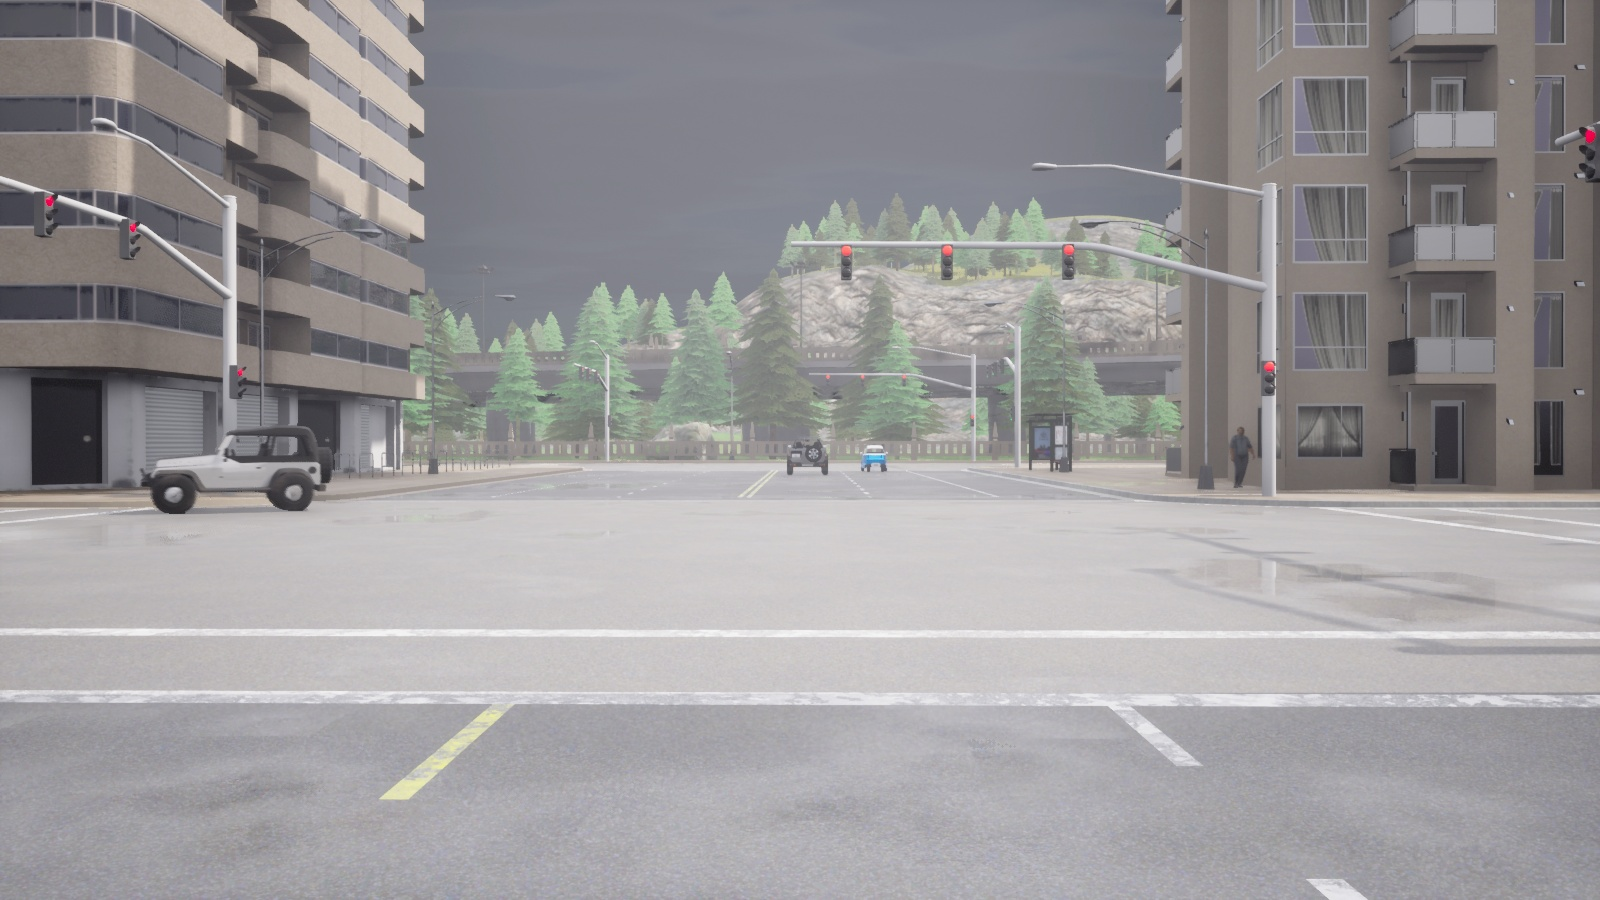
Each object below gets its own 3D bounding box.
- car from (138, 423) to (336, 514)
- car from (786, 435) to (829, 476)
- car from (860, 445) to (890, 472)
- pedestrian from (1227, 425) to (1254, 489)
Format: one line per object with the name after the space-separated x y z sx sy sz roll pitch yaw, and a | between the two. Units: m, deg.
-12.368 0.376 27.618 3.866 1.878 1.905 0 1 -27 | car
0.350 0.229 59.258 1.932 1.855 4.605 0 0 0 | car
3.885 0.436 65.278 1.481 1.376 2.207 0 1 1 | car
12.820 0.209 36.539 0.540 1.848 0.694 0 0 2 | pedestrian
